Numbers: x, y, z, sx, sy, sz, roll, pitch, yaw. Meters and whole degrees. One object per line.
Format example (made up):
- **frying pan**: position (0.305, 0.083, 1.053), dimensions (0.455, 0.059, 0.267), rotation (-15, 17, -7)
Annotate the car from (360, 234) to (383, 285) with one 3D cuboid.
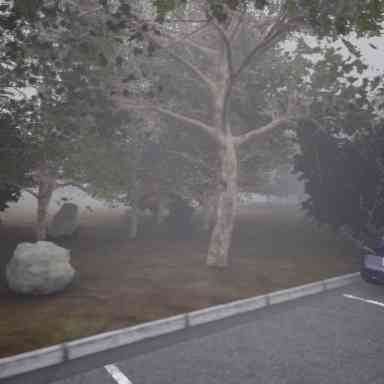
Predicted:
- **car**: position (6.292, 1.639, 8.526), dimensions (4.792, 1.488, 2.163), rotation (1, 0, -33)
